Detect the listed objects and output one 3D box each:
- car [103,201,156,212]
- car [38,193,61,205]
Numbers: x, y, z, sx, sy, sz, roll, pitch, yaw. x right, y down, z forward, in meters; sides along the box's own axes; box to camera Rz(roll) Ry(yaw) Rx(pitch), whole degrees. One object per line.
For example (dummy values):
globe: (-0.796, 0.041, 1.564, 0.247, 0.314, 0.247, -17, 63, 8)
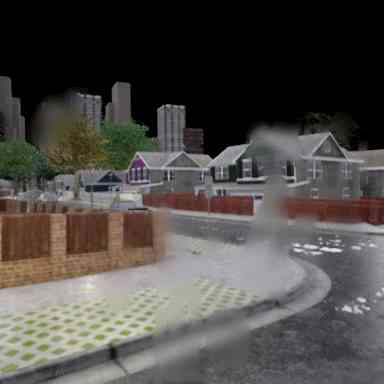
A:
car: (-4.514, 1.369, 23.543, 2.033, 1.411, 5.357, -2, 2, -39)
car: (-17.681, 0.962, 41.166, 2.097, 1.767, 4.553, -2, 2, -34)
